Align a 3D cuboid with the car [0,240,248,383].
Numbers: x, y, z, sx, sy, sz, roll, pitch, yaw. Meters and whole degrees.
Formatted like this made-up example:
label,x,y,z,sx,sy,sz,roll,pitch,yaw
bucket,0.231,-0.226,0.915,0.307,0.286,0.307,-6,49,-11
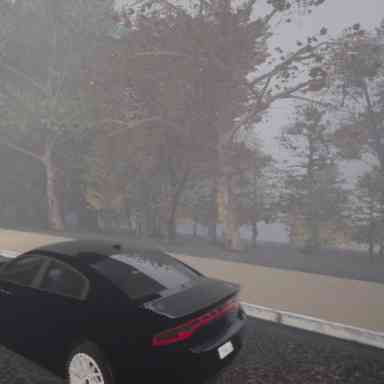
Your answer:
label,x,y,z,sx,sy,sz,roll,pitch,yaw
car,-1.662,1.453,4.870,5.008,1.535,1.882,0,0,36
